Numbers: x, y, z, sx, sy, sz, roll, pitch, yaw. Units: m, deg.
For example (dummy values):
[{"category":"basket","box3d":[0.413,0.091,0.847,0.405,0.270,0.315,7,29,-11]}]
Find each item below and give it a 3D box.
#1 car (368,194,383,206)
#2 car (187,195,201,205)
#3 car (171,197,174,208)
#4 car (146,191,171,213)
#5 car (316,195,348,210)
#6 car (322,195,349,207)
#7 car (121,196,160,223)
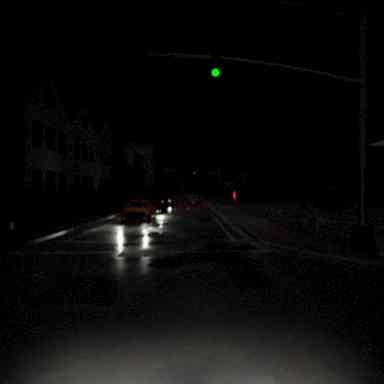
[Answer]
[{"category":"car","box3d":[25.511,1.032,44.708,2.152,1.636,5.027,0,0,0]},{"category":"car","box3d":[0.332,1.218,48.979,1.812,1.442,4.674,0,0,4]},{"category":"car","box3d":[-3.529,1.065,42.879,2.097,1.767,4.553,0,0,0]},{"category":"car","box3d":[-3.573,0.965,32.987,2.150,2.045,5.566,0,0,0]},{"category":"car","box3d":[15.446,1.206,37.316,2.007,1.523,4.514,0,0,0]},{"category":"car","box3d":[19.095,1.116,44.372,1.970,1.475,3.806,0,0,0]},{"category":"car","box3d":[-3.586,1.251,23.057,1.882,1.535,5.008,0,0,0]}]
